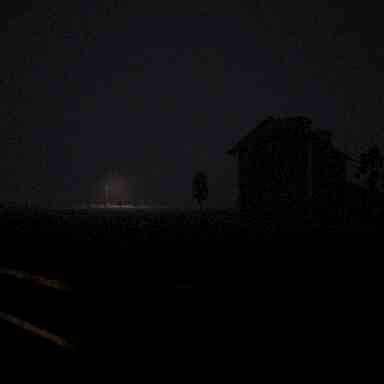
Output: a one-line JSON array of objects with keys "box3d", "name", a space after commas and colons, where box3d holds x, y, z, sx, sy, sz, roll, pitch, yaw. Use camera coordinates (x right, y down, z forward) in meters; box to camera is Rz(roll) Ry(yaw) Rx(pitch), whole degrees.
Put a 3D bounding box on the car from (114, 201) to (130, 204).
[{"box3d": [-16.196, 2.222, 75.062, 1.895, 1.301, 4.718, 0, -1, 36], "name": "car"}]
